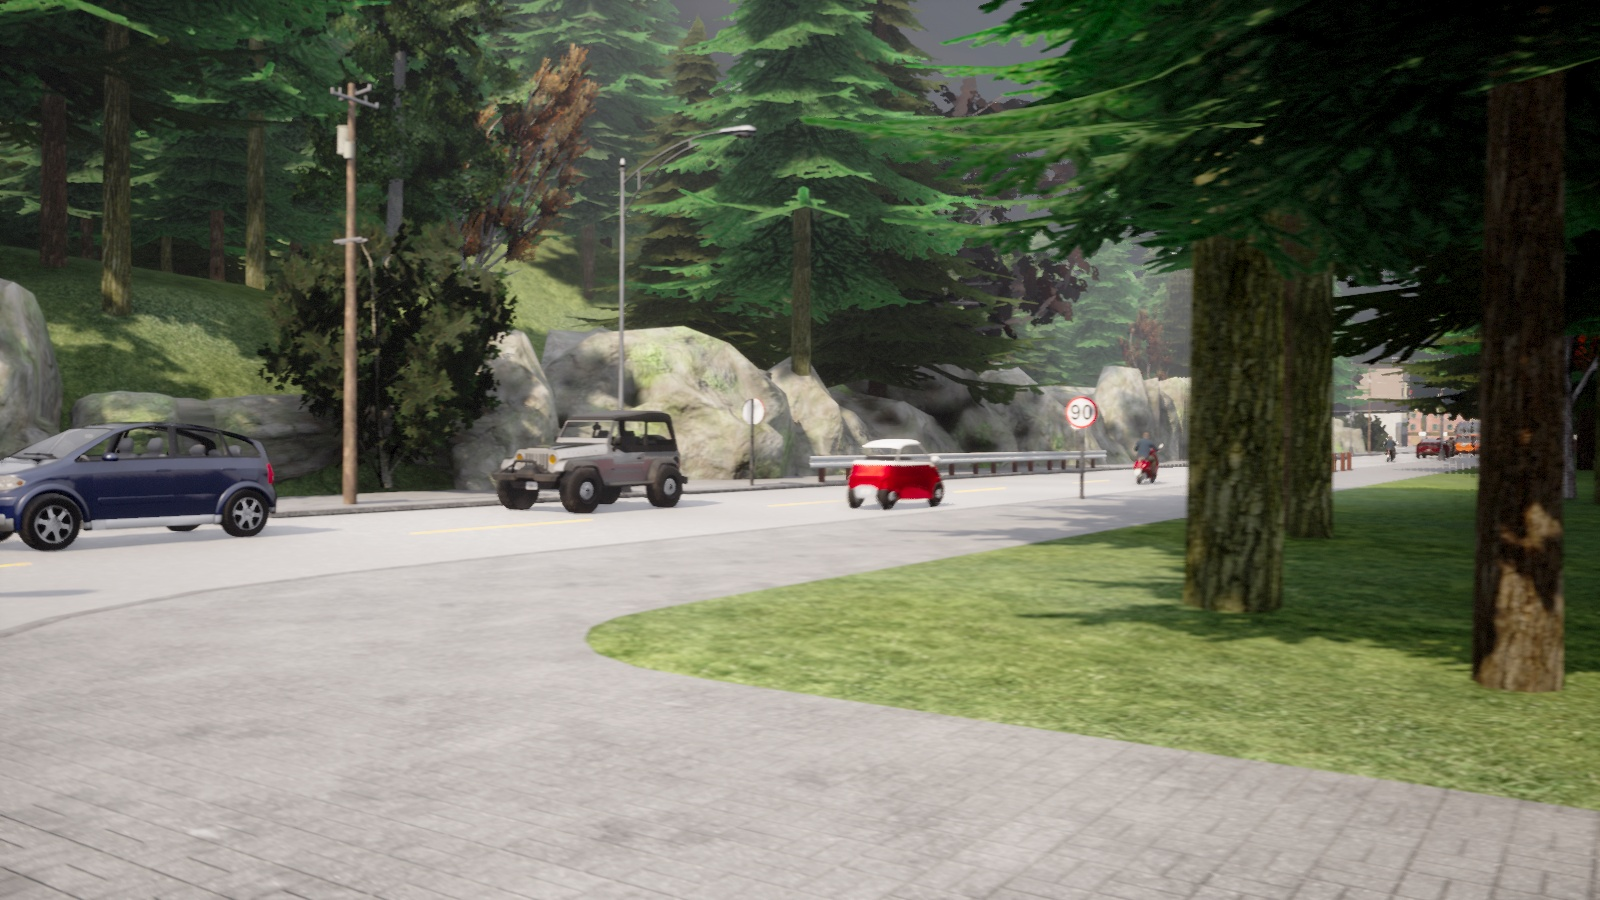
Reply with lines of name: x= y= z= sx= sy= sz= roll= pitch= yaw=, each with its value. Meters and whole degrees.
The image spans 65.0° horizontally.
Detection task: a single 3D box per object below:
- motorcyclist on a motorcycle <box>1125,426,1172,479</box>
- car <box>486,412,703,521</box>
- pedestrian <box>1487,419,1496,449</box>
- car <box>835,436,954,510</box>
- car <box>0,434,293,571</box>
motorcyclist on a motorcycle: x=10.725 y=0.061 z=38.614 sx=0.866 sy=1.590 sz=1.817 roll=0 pitch=1 yaw=33
car: x=-3.795 y=0.235 z=23.770 sx=1.905 sy=1.878 sz=3.866 roll=0 pitch=1 yaw=33
pedestrian: x=42.965 y=-1.013 z=78.032 sx=0.370 sy=1.835 sz=0.726 roll=0 pitch=1 yaw=37
car: x=1.927 y=0.425 z=25.195 sx=1.481 sy=1.376 sz=2.207 roll=0 pitch=1 yaw=33
car: x=-8.730 y=0.571 z=16.183 sx=1.789 sy=1.549 sz=3.705 roll=0 pitch=1 yaw=32
